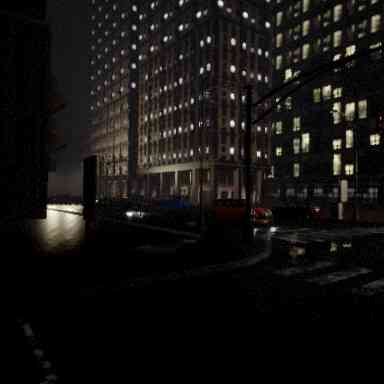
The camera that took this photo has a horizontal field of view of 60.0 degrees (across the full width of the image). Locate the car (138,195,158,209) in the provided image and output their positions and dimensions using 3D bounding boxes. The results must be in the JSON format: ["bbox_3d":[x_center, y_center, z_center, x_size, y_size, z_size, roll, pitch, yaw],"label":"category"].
[{"bbox_3d":[-5.188,1.474,43.873,2.008,1.369,4.403,1,-1,-35],"label":"car"}]

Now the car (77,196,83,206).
[{"bbox_3d":[-17.426,1.349,51.288,1.882,1.535,5.008,1,-1,-35],"label":"car"}]

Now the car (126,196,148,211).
[{"bbox_3d":[-7.024,1.410,36.460,1.994,1.385,4.181,1,0,-35],"label":"car"}]

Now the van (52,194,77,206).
[{"bbox_3d":[-18.557,1.131,48.239,1.690,1.788,3.998,1,-1,-35],"label":"van"}]

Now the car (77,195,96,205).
[{"bbox_3d":[-18.354,1.369,57.781,1.837,1.490,4.892,1,-1,-35],"label":"car"}]

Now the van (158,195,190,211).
[{"bbox_3d":[-1.917,1.272,39.267,1.690,1.788,3.998,1,-1,-35],"label":"van"}]

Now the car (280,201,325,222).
[{"bbox_3d":[7.888,1.395,25.447,1.967,1.590,4.097,1,-1,-35],"label":"car"}]

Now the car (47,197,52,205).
[{"bbox_3d":[-21.829,1.366,52.844,1.802,1.307,4.206,1,-1,-35],"label":"car"}]

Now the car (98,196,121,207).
[{"bbox_3d":[-12.342,1.401,49.392,1.812,1.442,4.674,1,-1,-35],"label":"car"}]

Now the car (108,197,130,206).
[{"bbox_3d":[-11.726,1.476,53.086,1.947,1.339,4.313,1,-1,-35],"label":"car"}]

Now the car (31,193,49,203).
[{"bbox_3d":[-28.363,1.088,62.060,2.192,1.841,5.009,1,-1,-35],"label":"car"}]

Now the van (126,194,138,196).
[{"bbox_3d":[-8.454,1.258,48.481,1.690,1.788,3.998,1,-1,-35],"label":"van"}]

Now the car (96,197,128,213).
[{"bbox_3d":[-8.754,1.361,34.417,2.008,1.369,4.403,1,-1,-35],"label":"car"}]

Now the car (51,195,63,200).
[{"bbox_3d":[-34.607,1.460,85.333,1.802,1.307,4.206,1,-1,-35],"label":"car"}]

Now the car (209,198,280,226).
[{"bbox_3d":[3.194,1.225,22.059,2.097,1.767,4.553,1,-1,-35],"label":"car"}]
